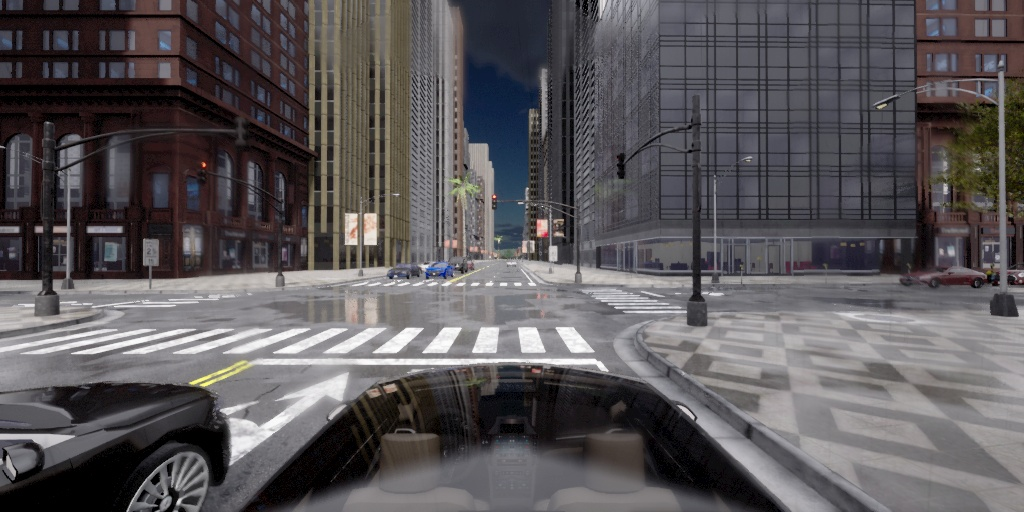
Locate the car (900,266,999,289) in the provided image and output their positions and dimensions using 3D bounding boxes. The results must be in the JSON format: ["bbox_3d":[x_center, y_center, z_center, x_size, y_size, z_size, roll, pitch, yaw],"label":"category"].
[{"bbox_3d":[26.426,1.275,21.987,4.207,1.307,1.802,0,0,-1],"label":"car"}]

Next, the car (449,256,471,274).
[{"bbox_3d":[-6.678,1.066,43.633,2.150,2.045,5.566,0,0,0],"label":"car"}]

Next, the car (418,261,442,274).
[{"bbox_3d":[-9.933,1.370,43.680,1.812,1.442,4.674,0,0,0],"label":"car"}]

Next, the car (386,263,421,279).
[{"bbox_3d":[-9.878,1.360,33.493,2.033,1.411,5.357,0,0,3],"label":"car"}]

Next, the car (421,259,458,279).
[{"bbox_3d":[-6.658,1.290,33.525,1.882,1.535,5.008,0,0,2],"label":"car"}]

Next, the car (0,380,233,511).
[{"bbox_3d":[-3.137,1.241,0.886,2.128,1.511,4.902,0,0,-1],"label":"car"}]

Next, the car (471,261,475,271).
[{"bbox_3d":[-6.681,1.410,53.923,1.812,1.442,4.674,0,0,0],"label":"car"}]

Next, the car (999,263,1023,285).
[{"bbox_3d":[32.064,1.117,22.086,4.097,1.591,1.967,0,0,-1],"label":"car"}]
